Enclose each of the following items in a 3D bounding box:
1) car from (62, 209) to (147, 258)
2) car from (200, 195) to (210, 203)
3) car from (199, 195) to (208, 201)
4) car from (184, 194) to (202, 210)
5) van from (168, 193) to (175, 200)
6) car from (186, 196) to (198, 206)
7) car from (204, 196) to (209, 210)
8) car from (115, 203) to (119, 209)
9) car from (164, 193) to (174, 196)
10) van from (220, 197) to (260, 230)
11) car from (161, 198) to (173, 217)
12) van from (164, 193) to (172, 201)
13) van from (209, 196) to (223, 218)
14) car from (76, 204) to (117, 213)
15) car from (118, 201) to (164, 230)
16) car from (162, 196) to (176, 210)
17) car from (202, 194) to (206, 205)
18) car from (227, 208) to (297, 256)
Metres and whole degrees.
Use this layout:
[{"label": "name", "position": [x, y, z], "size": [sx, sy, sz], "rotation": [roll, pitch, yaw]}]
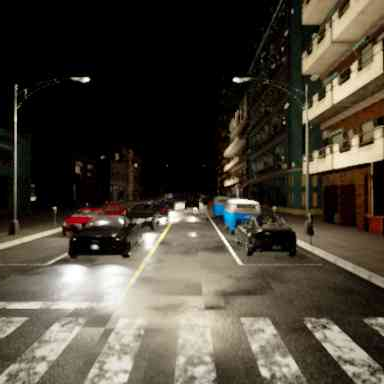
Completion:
[{"label": "car", "position": [-3.087, 1.549, 12.551], "size": [1.994, 1.385, 4.181], "rotation": [0, 0, 0]}, {"label": "car", "position": [2.716, 1.427, 68.586], "size": [1.887, 1.381, 4.507], "rotation": [1, 0, 0]}, {"label": "car", "position": [2.718, 1.406, 79.748], "size": [2.008, 1.369, 4.403], "rotation": [1, 0, 0]}, {"label": "car", "position": [0.008, 1.418, 42.263], "size": [1.882, 1.535, 5.008], "rotation": [0, 0, 0]}, {"label": "van", "position": [-5.657, 1.167, 90.867], "size": [1.690, 1.788, 3.998], "rotation": [1, 0, 0]}, {"label": "car", "position": [0.009, 1.445, 52.687], "size": [1.812, 1.442, 4.674], "rotation": [0, 0, 0]}, {"label": "car", "position": [2.710, 1.468, 40.851], "size": [1.752, 1.417, 4.829], "rotation": [1, 0, 0]}, {"label": "car", "position": [-5.674, 1.515, 23.905], "size": [1.887, 1.381, 4.507], "rotation": [1, 0, 0]}, {"label": "car", "position": [-5.664, 1.436, 74.127], "size": [1.947, 1.339, 4.313], "rotation": [1, 0, 0]}, {"label": "van", "position": [2.708, 1.318, 18.358], "size": [1.690, 1.788, 3.998], "rotation": [1, 0, 0]}, {"label": "car", "position": [-3.085, 1.524, 30.918], "size": [1.994, 1.385, 4.181], "rotation": [0, 0, 0]}, {"label": "van", "position": [-5.659, 1.197, 79.707], "size": [1.690, 1.788, 3.998], "rotation": [1, 0, 0]}, {"label": "van", "position": [2.710, 1.302, 29.521], "size": [1.690, 1.788, 3.998], "rotation": [1, 0, 0]}, {"label": "car", "position": [-5.676, 1.559, 18.324], "size": [1.802, 1.307, 4.206], "rotation": [1, 0, 0]}, {"label": "car", "position": [-3.089, 1.499, 21.024], "size": [1.812, 1.442, 4.674], "rotation": [0, 0, 0]}, {"label": "car", "position": [-3.046, 1.544, 40.769], "size": [1.895, 1.301, 4.718], "rotation": [0, 0, 0]}, {"label": "car", "position": [2.712, 1.487, 51.844], "size": [1.947, 1.339, 4.313], "rotation": [1, 0, 0]}, {"label": "car", "position": [2.704, 1.535, 12.779], "size": [2.008, 1.369, 4.403], "rotation": [1, 0, 0]}]
